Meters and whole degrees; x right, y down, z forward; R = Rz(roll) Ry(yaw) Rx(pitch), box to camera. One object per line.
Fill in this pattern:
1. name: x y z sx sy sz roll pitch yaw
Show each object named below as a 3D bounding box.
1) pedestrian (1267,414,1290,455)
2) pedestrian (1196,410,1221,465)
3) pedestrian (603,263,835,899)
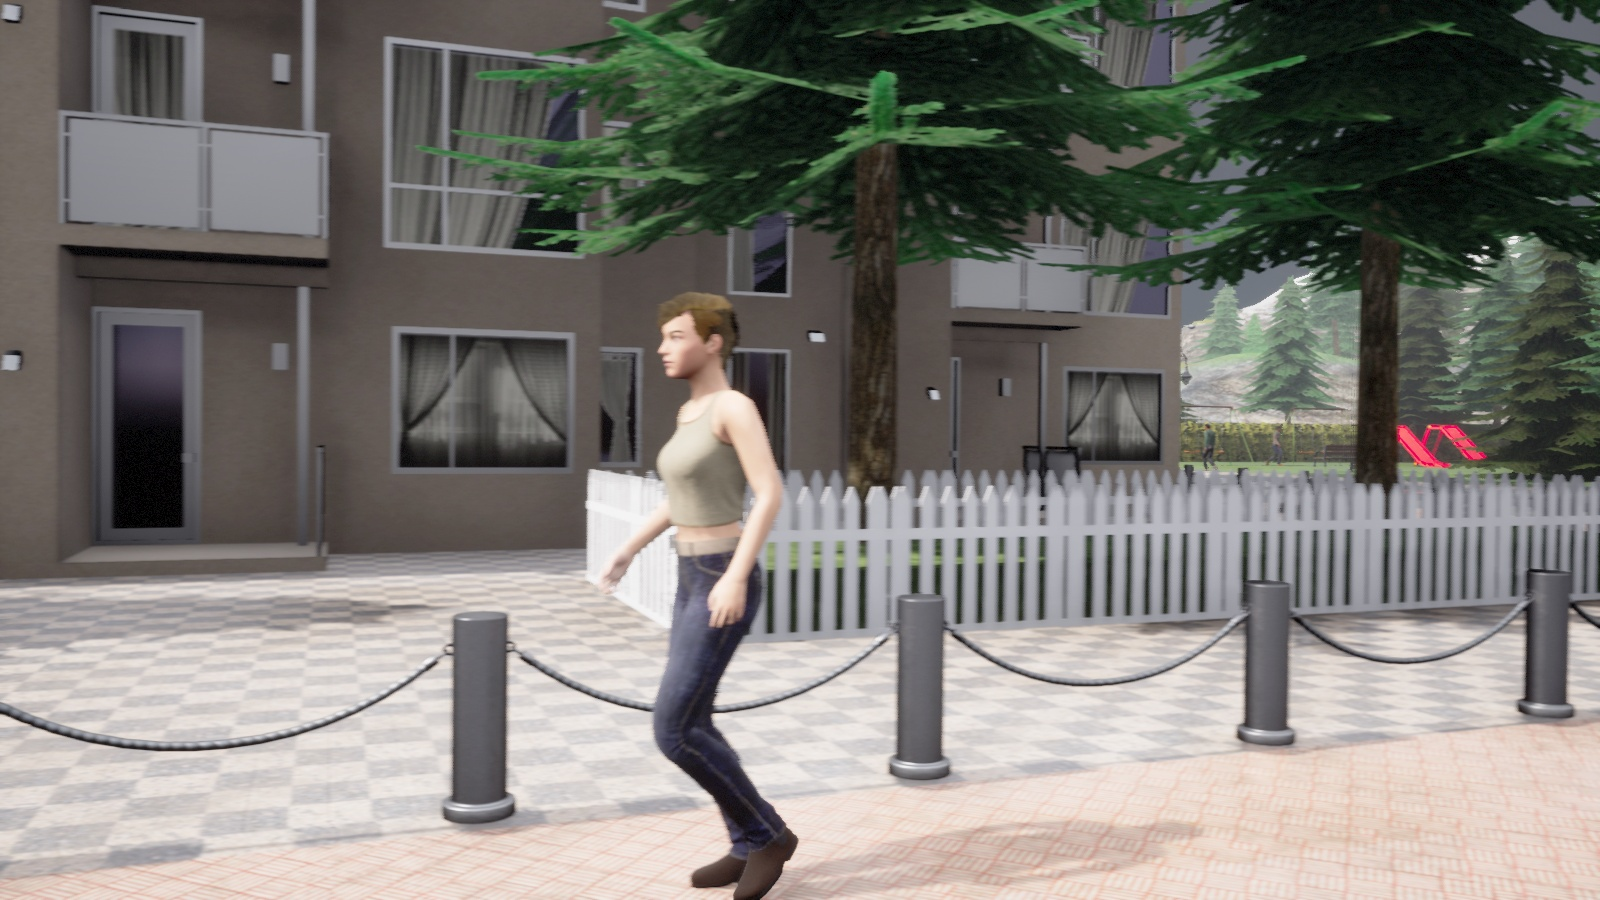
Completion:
1. pedestrian: 20.966 -0.679 55.065 0.328 1.805 0.869 -2 1 -45
2. pedestrian: 14.616 -0.445 44.906 0.423 1.949 0.788 -1 1 -21
3. pedestrian: -0.245 0.395 3.759 0.594 1.836 0.345 -1 1 -22
